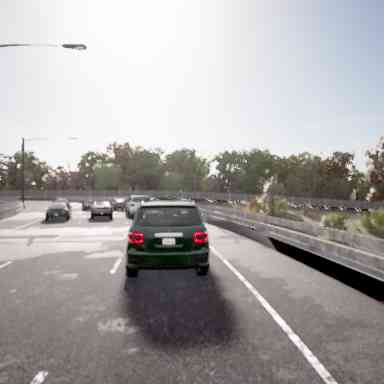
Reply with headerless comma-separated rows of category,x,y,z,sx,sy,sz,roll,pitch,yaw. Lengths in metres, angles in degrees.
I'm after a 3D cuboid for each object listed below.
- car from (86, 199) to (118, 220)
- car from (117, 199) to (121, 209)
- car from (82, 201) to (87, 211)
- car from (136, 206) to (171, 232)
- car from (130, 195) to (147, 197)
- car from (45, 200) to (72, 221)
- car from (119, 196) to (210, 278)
car,-8.148,1.612,29.999,2.128,1.511,4.902,0,0,-16
car,-9.740,1.668,44.324,2.128,1.511,4.902,0,0,-24
car,-13.559,1.780,44.361,1.895,1.301,4.718,0,0,-24
car,-2.635,1.686,21.905,1.895,1.301,4.718,0,0,-11
car,-5.267,1.348,32.496,2.150,2.045,5.566,0,0,-16
car,-11.371,1.644,28.551,1.812,1.442,4.674,0,0,-16
car,-0.806,1.262,10.455,2.150,2.045,5.566,0,0,-6
